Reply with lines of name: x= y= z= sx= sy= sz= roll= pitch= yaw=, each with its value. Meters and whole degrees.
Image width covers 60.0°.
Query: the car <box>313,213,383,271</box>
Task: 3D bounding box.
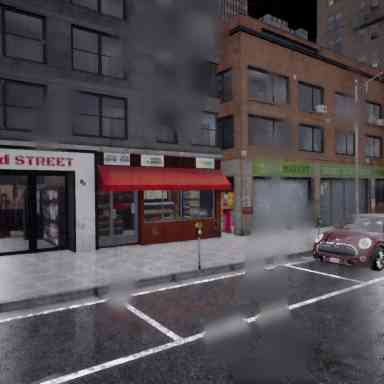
car: x=5.728 y=1.439 z=10.757 sx=4.097 sy=1.590 sz=1.967 roll=0 pitch=-1 yaw=-36
